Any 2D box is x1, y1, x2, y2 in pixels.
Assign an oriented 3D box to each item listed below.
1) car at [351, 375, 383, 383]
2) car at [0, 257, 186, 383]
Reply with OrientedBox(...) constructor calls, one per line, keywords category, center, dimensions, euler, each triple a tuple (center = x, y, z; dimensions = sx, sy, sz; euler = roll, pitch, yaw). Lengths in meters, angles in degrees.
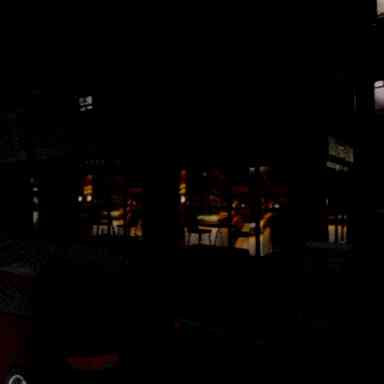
OrientedBox(category="car", center=(2.558, 1.572, 1.095), dimensions=(4.313, 1.339, 1.947), euler=(1, 0, 35))
OrientedBox(category="car", center=(-2.010, 1.526, 4.284), dimensions=(4.206, 1.307, 1.802), euler=(1, 0, 35))
